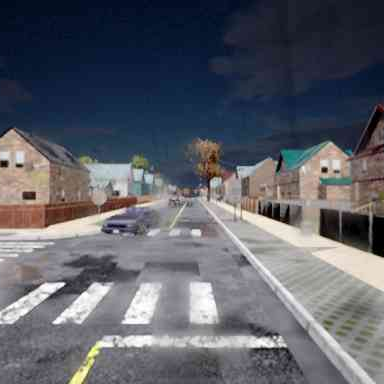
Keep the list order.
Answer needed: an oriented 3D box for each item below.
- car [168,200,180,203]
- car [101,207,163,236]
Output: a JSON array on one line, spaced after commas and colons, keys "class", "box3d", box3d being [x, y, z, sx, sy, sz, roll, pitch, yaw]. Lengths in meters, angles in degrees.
[{"class": "car", "box3d": [-2.642, 1.414, 49.621, 2.033, 1.411, 5.357, 0, 0, 0]}, {"class": "car", "box3d": [-3.177, 1.547, 18.968, 2.033, 1.411, 5.357, 0, 0, 12]}]
